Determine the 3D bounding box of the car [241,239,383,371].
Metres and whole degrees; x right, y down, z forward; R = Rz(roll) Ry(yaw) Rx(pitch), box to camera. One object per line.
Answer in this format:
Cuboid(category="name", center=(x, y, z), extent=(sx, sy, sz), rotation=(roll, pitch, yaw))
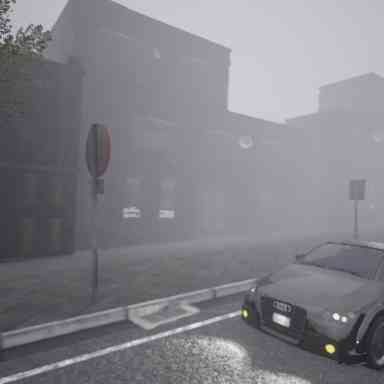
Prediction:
Cuboid(category="car", center=(2.844, 1.563, 5.713), extent=(4.181, 1.385, 1.994), rotation=(0, 0, -35))
